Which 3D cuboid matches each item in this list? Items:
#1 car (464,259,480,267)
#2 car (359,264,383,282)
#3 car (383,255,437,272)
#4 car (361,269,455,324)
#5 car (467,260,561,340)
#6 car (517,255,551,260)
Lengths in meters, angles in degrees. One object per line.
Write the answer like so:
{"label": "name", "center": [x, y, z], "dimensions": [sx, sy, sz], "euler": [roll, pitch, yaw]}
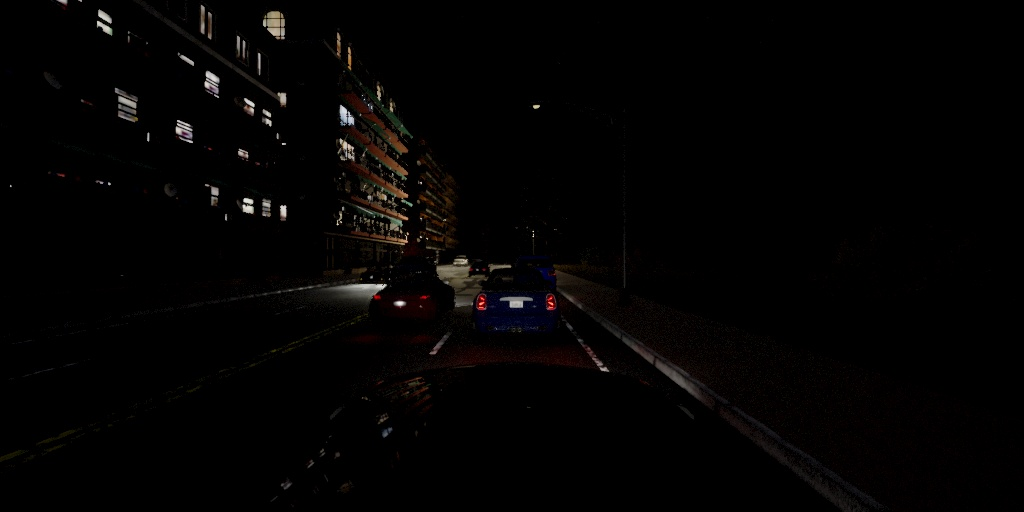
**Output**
{"label": "car", "center": [-3.140, 1.299, 35.262], "dimensions": [2.033, 1.411, 5.357], "euler": [0, 0, 0]}
{"label": "car", "center": [-9.850, 1.316, 27.122], "dimensions": [1.994, 1.385, 4.181], "euler": [0, 0, 0]}
{"label": "car", "center": [-6.600, 0.974, 24.555], "dimensions": [2.150, 2.045, 5.566], "euler": [0, 0, 0]}
{"label": "car", "center": [-3.151, 1.315, 12.075], "dimensions": [1.994, 1.385, 4.181], "euler": [0, 0, 0]}
{"label": "car", "center": [0.098, 1.103, 10.172], "dimensions": [2.097, 1.767, 4.553], "euler": [0, 0, 0]}
{"label": "car", "center": [1.137, 0.977, 19.747], "dimensions": [2.150, 2.045, 5.566], "euler": [0, 0, 0]}
